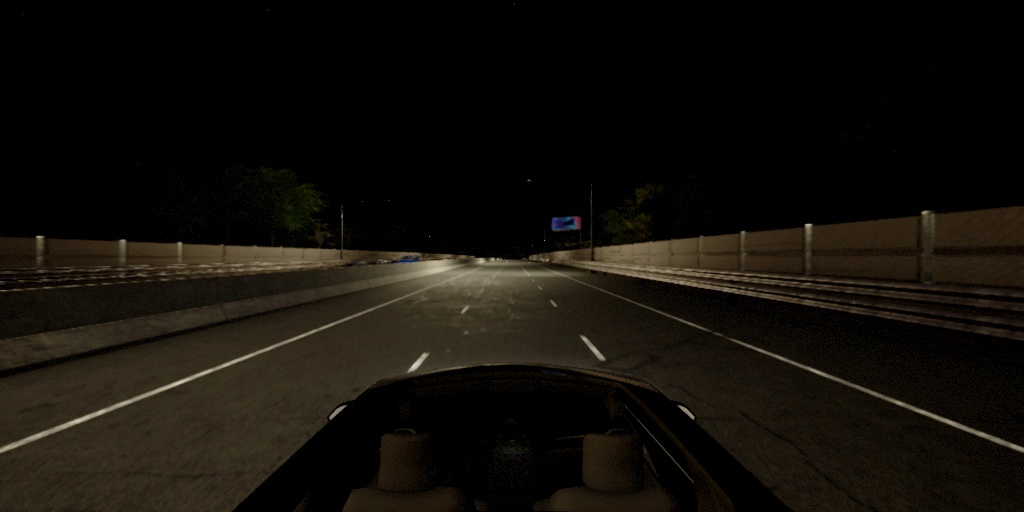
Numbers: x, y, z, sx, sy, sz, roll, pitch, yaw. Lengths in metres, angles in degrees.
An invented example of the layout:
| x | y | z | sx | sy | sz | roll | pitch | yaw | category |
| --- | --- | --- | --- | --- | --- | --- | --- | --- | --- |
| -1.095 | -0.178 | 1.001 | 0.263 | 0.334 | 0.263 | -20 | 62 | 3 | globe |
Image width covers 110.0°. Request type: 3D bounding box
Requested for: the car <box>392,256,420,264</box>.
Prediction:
| x | y | z | sx | sy | sz | roll | pitch | yaw | category |
| --- | --- | --- | --- | --- | --- | --- | --- | --- | --- |
| -14.038 | 0.973 | 48.827 | 2.150 | 2.045 | 5.566 | 0 | 0 | 1 | car |

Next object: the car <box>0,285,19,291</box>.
| x | y | z | sx | sy | sz | roll | pitch | yaw | category |
| --- | --- | --- | --- | --- | --- | --- | --- | --- | --- |
| -14.095 | 1.301 | 8.309 | 2.033 | 1.411 | 5.357 | 0 | 0 | 0 | car |

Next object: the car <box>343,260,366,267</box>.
| x | y | z | sx | sy | sz | roll | pitch | yaw | category |
| --- | --- | --- | --- | --- | --- | --- | --- | --- | --- |
| -21.032 | 1.302 | 48.880 | 2.033 | 1.411 | 5.357 | 0 | 0 | 1 | car |

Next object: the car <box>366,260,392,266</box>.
| x | y | z | sx | sy | sz | roll | pitch | yaw | category |
| --- | --- | --- | --- | --- | --- | --- | --- | --- | --- |
| -17.543 | 1.246 | 48.887 | 2.128 | 1.511 | 4.902 | 0 | 0 | 1 | car |
